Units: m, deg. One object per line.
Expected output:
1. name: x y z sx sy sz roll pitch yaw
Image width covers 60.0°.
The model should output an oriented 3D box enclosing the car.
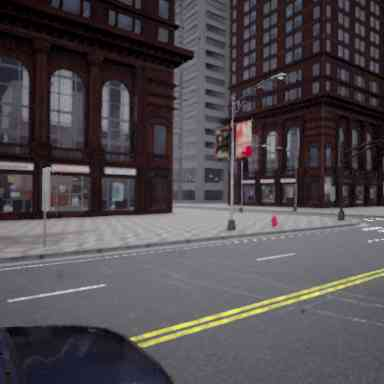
1. car: -2.043 1.563 1.984 4.181 1.385 1.994 0 0 -36
